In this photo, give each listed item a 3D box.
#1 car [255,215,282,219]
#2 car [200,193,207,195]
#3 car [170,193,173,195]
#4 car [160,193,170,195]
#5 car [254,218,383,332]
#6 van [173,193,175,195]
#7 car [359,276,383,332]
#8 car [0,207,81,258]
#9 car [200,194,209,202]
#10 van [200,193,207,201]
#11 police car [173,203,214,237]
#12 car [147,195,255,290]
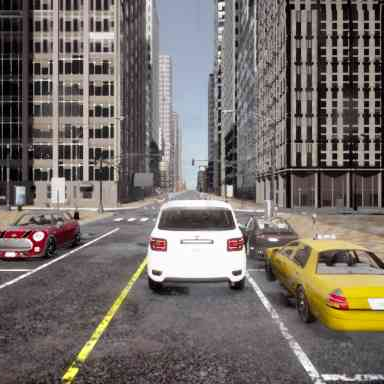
[{"bbox_3d":[2.695,1.548,12.445,2.008,1.369,4.403,0,0,0],"label":"car"},{"bbox_3d":[2.802,1.380,61.705,1.967,1.590,4.097,0,0,0],"label":"car"},{"bbox_3d":[-5.702,1.242,67.393,2.192,1.841,5.009,0,0,0],"label":"car"},{"bbox_3d":[-5.769,1.380,61.708,1.967,1.590,4.097,0,0,0],"label":"car"},{"bbox_3d":[2.693,1.525,6.947,1.752,1.417,4.829,0,0,0],"label":"car"},{"bbox_3d":[-5.668,1.225,84.448,1.690,1.788,3.998,0,0,0],"label":"van"},{"bbox_3d":[2.692,1.551,1.106,2.008,1.369,4.403,0,0,0],"label":"car"},{"bbox_3d":[-5.685,1.438,12.445,1.967,1.590,4.097,0,0,0],"label":"car"},{"bbox_3d":[2.709,1.353,73.073,1.967,1.590,4.097,0,0,0],"label":"car"},{"bbox_3d":[2.711,1.240,78.758,1.690,1.788,3.998,0,0,0],"label":"van"},{"bbox_3d":[0.101,1.498,19.150,2.038,1.542,4.974,0,0,1],"label":"police car"},{"bbox_3d":[0.102,1.220,9.230,2.150,2.045,5.566,0,0,0],"label":"car"}]
